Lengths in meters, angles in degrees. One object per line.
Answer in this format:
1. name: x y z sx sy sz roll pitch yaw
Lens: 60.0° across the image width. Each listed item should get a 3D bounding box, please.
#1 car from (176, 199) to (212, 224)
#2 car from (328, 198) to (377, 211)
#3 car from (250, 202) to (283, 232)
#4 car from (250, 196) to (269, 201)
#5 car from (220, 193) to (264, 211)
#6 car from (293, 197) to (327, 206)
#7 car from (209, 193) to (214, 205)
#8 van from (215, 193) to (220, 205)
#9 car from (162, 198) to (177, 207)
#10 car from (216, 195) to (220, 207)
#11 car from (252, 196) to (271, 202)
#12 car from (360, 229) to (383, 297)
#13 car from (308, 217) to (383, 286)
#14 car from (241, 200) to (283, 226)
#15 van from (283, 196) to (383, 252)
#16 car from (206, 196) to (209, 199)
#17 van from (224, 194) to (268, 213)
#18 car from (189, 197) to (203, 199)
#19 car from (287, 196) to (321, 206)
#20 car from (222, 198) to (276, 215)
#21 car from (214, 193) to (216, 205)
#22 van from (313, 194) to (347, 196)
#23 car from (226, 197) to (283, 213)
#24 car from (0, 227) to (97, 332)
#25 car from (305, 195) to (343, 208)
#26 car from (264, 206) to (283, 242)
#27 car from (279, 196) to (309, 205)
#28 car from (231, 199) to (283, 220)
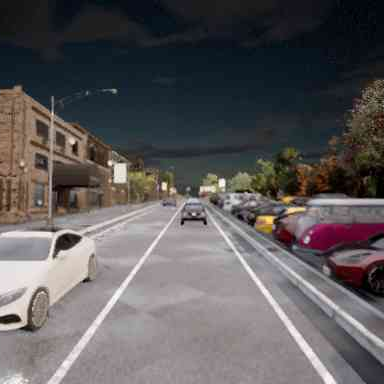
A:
1. car: 0.127 1.503 24.260 2.033 1.411 5.357 0 0 0
2. car: 18.719 1.473 38.914 4.674 1.452 2.002 0 0 0
3. car: 5.832 1.431 16.407 5.366 1.575 1.946 0 0 0
4. car: 18.810 1.831 92.823 5.008 1.535 2.097 0 -1 0
5. car: 5.671 1.174 30.420 5.566 2.045 2.435 0 0 0
6. car: 18.735 1.499 52.835 4.674 1.452 2.002 0 0 0
7. car: 5.674 1.190 47.239 5.566 2.045 2.435 0 0 0
8. van: 5.526 1.207 41.634 4.442 1.987 1.878 0 0 0
9. car: -3.273 1.538 49.269 1.994 1.385 4.181 0 0 0
10. car: 5.636 1.432 38.830 4.892 1.521 2.231 0 0 0
11. car: 18.796 1.838 89.674 4.674 1.452 2.002 0 -1 0
12. car: 5.621 1.491 5.194 4.792 1.488 2.163 0 0 0
13. car: 5.620 1.484 7.997 4.792 1.488 2.163 0 0 0
14. car: 5.641 1.428 19.207 5.008 1.535 2.097 0 0 0
15. van: 5.532 1.222 10.800 4.442 1.987 1.878 0 0 0
16. car: 5.685 1.220 55.650 5.566 2.045 2.435 0 0 0
17. van: 5.758 1.203 36.028 4.442 1.987 1.878 0 0 0
18. car: 0.143 1.493 41.630 1.812 1.442 4.674 0 0 0
19. car: 18.742 1.472 55.622 5.008 1.535 2.097 0 0 0
20. car: 5.637 1.427 33.224 5.008 1.535 2.097 0 0 0
21. car: 5.612 1.310 44.438 4.553 1.767 2.185 0 0 0
22. van: 18.840 1.211 44.487 4.442 1.987 1.878 0 0 0
23. car: 5.639 1.424 27.613 4.892 1.521 2.231 0 0 0
24. car: -3.343 1.510 6.913 1.812 1.442 4.674 0 0 0
25. car: 18.695 1.316 47.267 4.553 1.767 2.185 0 0 0
26. car: 5.677 1.470 13.604 4.792 1.488 2.163 0 0 0
27. car: 18.741 1.509 61.190 5.008 1.535 2.097 0 -1 0
28. car: 5.615 1.453 24.815 4.792 1.488 2.163 0 0 0
